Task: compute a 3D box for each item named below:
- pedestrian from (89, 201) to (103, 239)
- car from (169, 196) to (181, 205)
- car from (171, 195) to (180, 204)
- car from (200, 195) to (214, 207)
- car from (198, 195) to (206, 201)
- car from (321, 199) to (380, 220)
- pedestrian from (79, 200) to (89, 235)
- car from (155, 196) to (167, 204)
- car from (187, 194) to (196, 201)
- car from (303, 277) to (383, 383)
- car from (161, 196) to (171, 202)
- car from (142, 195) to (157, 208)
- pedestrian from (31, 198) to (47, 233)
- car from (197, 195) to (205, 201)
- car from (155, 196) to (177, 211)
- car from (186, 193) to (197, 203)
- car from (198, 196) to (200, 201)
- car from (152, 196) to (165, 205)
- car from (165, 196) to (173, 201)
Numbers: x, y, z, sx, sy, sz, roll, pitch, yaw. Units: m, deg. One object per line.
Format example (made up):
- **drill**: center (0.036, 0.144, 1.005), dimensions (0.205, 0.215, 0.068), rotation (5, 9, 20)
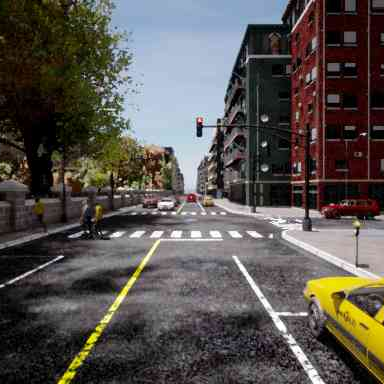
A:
- **pedestrian**: center (-4.453, 1.294, 15.635), dimensions (0.375, 1.860, 0.375), rotation (0, 0, 0)
- **car**: center (-3.195, 1.498, 62.140), dimensions (1.882, 1.535, 5.008), rotation (0, 0, 1)
- **car**: center (-3.203, 1.559, 51.495), dimensions (2.033, 1.411, 5.357), rotation (0, 0, 0)
- **car**: center (2.574, 1.538, 52.815), dimensions (1.752, 1.417, 4.829), rotation (0, 0, 0)
- **car**: center (2.504, 1.586, 85.856), dimensions (1.887, 1.381, 4.507), rotation (0, 0, 0)
- **car**: center (14.550, 1.591, 30.562), dimensions (5.009, 1.841, 2.192), rotation (1, -1, 0)
- **pedestrian**: center (-5.159, 1.294, 16.313), dimensions (0.375, 1.860, 0.375), rotation (0, 0, 0)
- **car**: center (-5.829, 1.566, 63.697), dimensions (1.887, 1.381, 4.507), rotation (0, 0, 0)
- **car**: center (-0.176, 1.306, 82.811), dimensions (2.097, 1.767, 4.553), rotation (0, 0, 0)
- **car**: center (2.680, 1.525, 3.714), dimensions (1.752, 1.417, 4.829), rotation (0, 0, 0)
- **car**: center (-5.852, 1.613, 74.767), dimensions (1.802, 1.307, 4.206), rotation (0, 0, 0)
- **car**: center (-5.794, 1.324, 47.091), dimensions (2.192, 1.841, 5.009), rotation (0, 0, 0)
- **pedestrian**: center (-7.769, 1.144, 16.907), dimensions (0.375, 1.860, 0.375), rotation (0, 0, 0)
- **car**: center (2.492, 1.592, 91.391), dimensions (1.887, 1.381, 4.507), rotation (0, 0, 0)
- **car**: center (-3.156, 1.532, 41.199), dimensions (1.812, 1.442, 4.674), rotation (0, 0, -1)
- **car**: center (-0.153, 1.245, 72.450), dimensions (2.150, 2.045, 5.566), rotation (0, 0, 0)
- **car**: center (2.563, 1.562, 58.180), dimensions (1.887, 1.381, 4.507), rotation (0, 0, 0)
- **car**: center (-5.818, 1.457, 58.162), dimensions (1.967, 1.590, 4.097), rotation (0, 0, 0)
- **car**: center (-5.876, 1.623, 85.838), dimensions (1.802, 1.307, 4.206), rotation (0, 0, 0)
